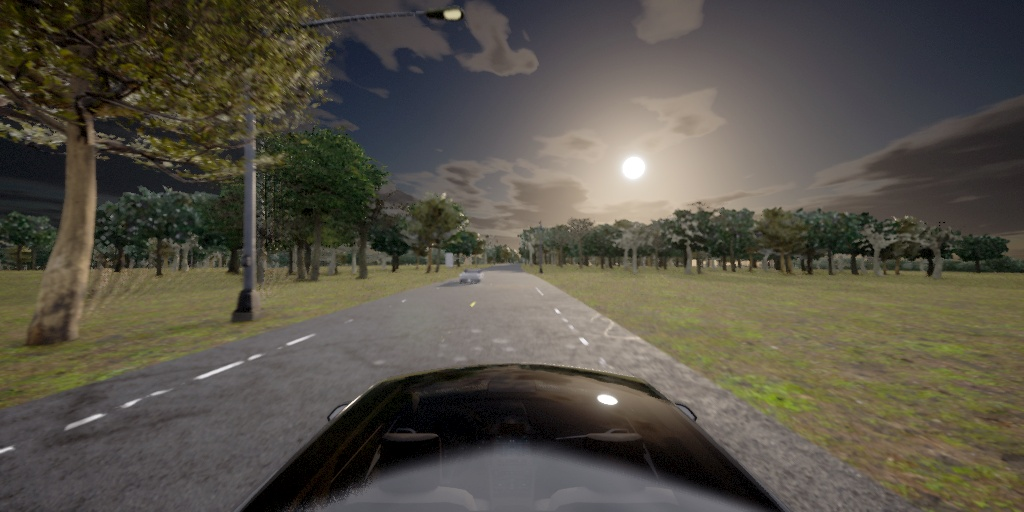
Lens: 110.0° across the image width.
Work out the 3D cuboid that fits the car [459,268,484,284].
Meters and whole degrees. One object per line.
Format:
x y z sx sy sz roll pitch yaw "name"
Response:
-3.599 1.775 32.438 1.895 1.301 4.718 0 -1 0 "car"
